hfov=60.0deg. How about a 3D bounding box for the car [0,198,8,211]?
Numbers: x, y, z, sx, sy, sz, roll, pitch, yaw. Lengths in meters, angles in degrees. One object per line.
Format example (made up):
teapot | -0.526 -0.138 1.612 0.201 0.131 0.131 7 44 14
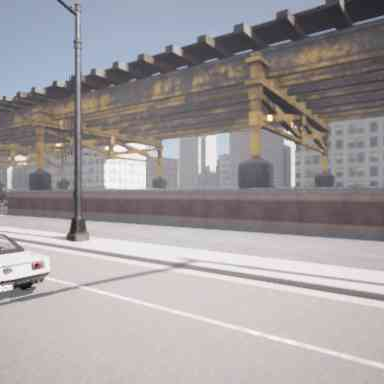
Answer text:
car | -23.409 1.390 40.164 4.536 1.218 1.853 0 0 -1

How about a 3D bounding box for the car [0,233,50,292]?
car | -5.512 1.621 7.918 4.718 1.301 1.895 0 0 35

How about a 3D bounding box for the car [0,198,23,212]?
car | -23.460 1.548 40.163 4.974 1.542 2.038 0 0 -1
